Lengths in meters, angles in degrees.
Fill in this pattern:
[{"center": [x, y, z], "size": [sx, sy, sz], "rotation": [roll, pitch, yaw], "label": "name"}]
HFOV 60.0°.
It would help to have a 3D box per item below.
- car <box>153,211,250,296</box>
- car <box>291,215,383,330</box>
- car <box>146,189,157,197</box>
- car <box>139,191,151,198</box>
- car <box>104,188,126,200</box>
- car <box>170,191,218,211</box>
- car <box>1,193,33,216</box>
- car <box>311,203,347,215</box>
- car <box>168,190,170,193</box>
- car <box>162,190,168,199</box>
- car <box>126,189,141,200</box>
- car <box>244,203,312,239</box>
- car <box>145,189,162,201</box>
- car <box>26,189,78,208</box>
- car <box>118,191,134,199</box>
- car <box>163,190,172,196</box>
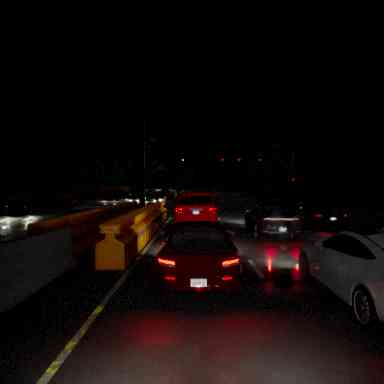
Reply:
[{"center": [0.141, 1.431, 8.264], "size": [1.812, 1.442, 4.674], "rotation": [0, 1, 0], "label": "car"}, {"center": [3.629, 1.455, 6.628], "size": [1.812, 1.442, 4.674], "rotation": [0, 1, 0], "label": "car"}, {"center": [-9.866, 0.172, 80.619], "size": [2.097, 1.767, 4.553], "rotation": [0, 1, 0], "label": "car"}, {"center": [-9.952, 0.523, 70.401], "size": [1.994, 1.385, 4.181], "rotation": [0, 1, 0], "label": "car"}, {"center": [-13.635, 0.378, 58.040], "size": [2.150, 2.045, 5.566], "rotation": [0, 1, 1], "label": "car"}, {"center": [0.204, 0.983, 17.861], "size": [2.150, 2.045, 5.566], "rotation": [0, 1, 1], "label": "car"}, {"center": [-14.762, 1.090, 27.755], "size": [1.882, 1.535, 5.008], "rotation": [1, 0, -30], "label": "car"}, {"center": [7.219, 1.308, 18.961], "size": [1.994, 1.385, 4.181], "rotation": [0, 1, 0], "label": "car"}, {"center": [-6.407, 0.246, 75.679], "size": [2.097, 1.767, 4.553], "rotation": [0, 1, 0], "label": "car"}, {"center": [-6.526, 0.533, 65.663], "size": [2.128, 1.511, 4.902], "rotation": [0, 1, 1], "label": "car"}, {"center": [-10.104, 0.686, 60.325], "size": [1.994, 1.385, 4.181], "rotation": [0, 1, 1], "label": "car"}, {"center": [3.694, 1.282, 15.876], "size": [2.128, 1.511, 4.902], "rotation": [0, 1, 0], "label": "car"}, {"center": [-6.647, 0.707, 56.397], "size": [1.812, 1.442, 4.674], "rotation": [0, 1, 1], "label": "car"}, {"center": [-15.691, 0.694, 37.094], "size": [5.566, 2.045, 2.150], "rotation": [0, 1, -10], "label": "car"}, {"center": [-13.470, 0.552, 68.178], "size": [2.033, 1.411, 5.357], "rotation": [0, 1, 0], "label": "car"}, {"center": [-6.319, 0.272, 86.233], "size": [2.033, 1.411, 5.357], "rotation": [0, 1, 0], "label": "car"}]
